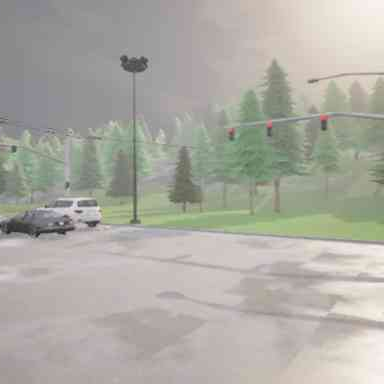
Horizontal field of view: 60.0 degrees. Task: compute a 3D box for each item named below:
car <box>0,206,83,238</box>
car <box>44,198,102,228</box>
[{"bbox_3d":[-8.885,1.742,18.897,5.357,1.411,2.033,-1,0,35],"label":"car"},{"bbox_3d":[-8.663,1.440,23.032,5.566,2.045,2.150,-1,0,35],"label":"car"}]
